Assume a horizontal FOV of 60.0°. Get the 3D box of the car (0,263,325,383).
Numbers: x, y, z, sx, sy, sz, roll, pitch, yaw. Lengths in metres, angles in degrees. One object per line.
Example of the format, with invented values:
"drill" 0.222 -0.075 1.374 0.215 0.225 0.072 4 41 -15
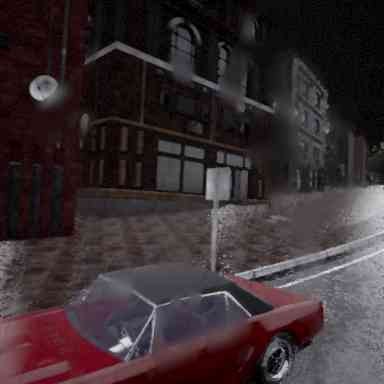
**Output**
"car" -0.633 1.613 3.689 4.718 1.301 1.895 0 0 -37
